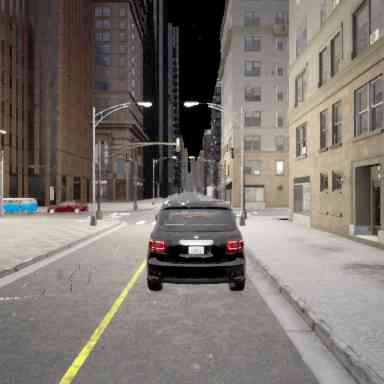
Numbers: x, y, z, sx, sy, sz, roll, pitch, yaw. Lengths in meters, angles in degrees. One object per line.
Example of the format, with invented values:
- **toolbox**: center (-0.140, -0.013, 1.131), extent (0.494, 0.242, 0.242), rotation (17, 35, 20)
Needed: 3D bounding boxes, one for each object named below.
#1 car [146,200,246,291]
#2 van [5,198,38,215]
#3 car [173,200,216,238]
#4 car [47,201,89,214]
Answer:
- **car**: center (0.103, 1.223, 9.142), extent (2.150, 2.045, 5.566), rotation (0, 0, 0)
- **van**: center (-19.590, 1.589, 37.489), extent (3.998, 1.788, 1.690), rotation (-1, 0, 0)
- **car**: center (0.103, 1.357, 18.591), extent (2.097, 1.767, 4.553), rotation (0, 0, 0)
- **car**: center (-13.964, 1.724, 37.467), extent (4.507, 1.381, 1.887), rotation (-1, 0, 0)
